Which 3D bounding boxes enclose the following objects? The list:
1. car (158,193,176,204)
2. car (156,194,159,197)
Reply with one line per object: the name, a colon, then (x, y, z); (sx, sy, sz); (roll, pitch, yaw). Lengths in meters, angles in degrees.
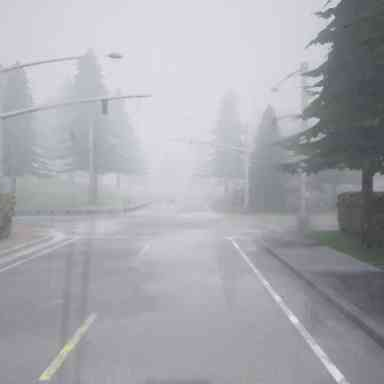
car: (-3.442, 1.080, 51.161); (2.033, 1.411, 5.357); (0, 1, 2)
car: (-5.892, 0.943, 67.334); (1.994, 1.385, 4.181); (0, 1, -30)
